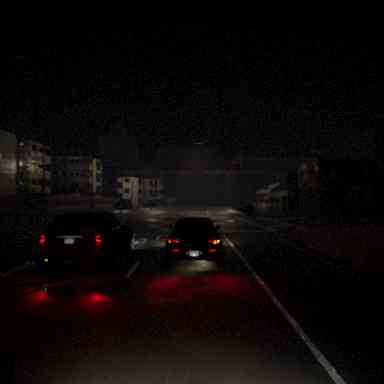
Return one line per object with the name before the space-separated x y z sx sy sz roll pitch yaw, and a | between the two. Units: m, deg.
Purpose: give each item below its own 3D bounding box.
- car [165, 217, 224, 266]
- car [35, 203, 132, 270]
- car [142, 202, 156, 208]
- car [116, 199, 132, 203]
car | 0.076 1.597 11.730 1.812 1.442 4.674 0 -1 0
car | -3.427 1.420 11.441 2.097 1.767 4.553 0 -1 0
car | -9.991 2.961 77.676 1.882 1.535 5.008 0 -1 18
car | -12.724 2.340 62.031 2.150 2.045 5.566 0 -1 4
